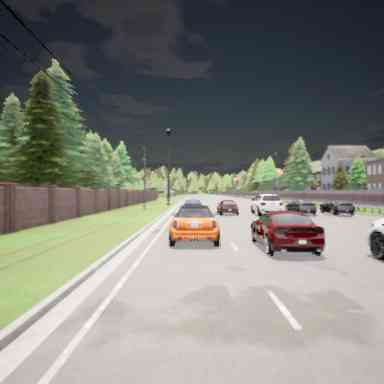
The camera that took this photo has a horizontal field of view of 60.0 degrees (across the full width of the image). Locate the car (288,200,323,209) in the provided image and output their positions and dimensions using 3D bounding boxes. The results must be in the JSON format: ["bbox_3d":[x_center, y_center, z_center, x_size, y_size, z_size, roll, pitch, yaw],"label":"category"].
[{"bbox_3d":[10.605,1.498,32.633,2.128,1.511,4.902,0,0,0],"label":"car"}]

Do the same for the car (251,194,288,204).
[{"bbox_3d":[7.105,1.228,32.027,2.150,2.045,5.566,0,0,0],"label":"car"}]

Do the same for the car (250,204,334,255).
[{"bbox_3d":[3.601,1.480,13.310,1.882,1.535,5.008,0,0,0],"label":"car"}]

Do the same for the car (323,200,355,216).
[{"bbox_3d":[14.105,1.498,32.628,2.128,1.511,4.902,0,0,0],"label":"car"}]

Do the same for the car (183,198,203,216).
[{"bbox_3d":[0.105,1.484,34.315,1.882,1.535,5.008,0,0,0],"label":"car"}]

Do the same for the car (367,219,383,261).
[{"bbox_3d":[7.102,1.223,9.077,2.150,2.045,5.566,0,0,0],"label":"car"}]

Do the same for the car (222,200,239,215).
[{"bbox_3d":[3.605,1.532,33.818,1.812,1.442,4.674,0,0,0],"label":"car"}]

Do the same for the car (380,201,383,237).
[{"bbox_3d":[10.603,1.355,14.641,2.097,1.767,4.553,0,0,0],"label":"car"}]

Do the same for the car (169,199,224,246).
[{"bbox_3d":[0.103,1.355,15.408,2.097,1.767,4.553,0,0,0],"label":"car"}]
